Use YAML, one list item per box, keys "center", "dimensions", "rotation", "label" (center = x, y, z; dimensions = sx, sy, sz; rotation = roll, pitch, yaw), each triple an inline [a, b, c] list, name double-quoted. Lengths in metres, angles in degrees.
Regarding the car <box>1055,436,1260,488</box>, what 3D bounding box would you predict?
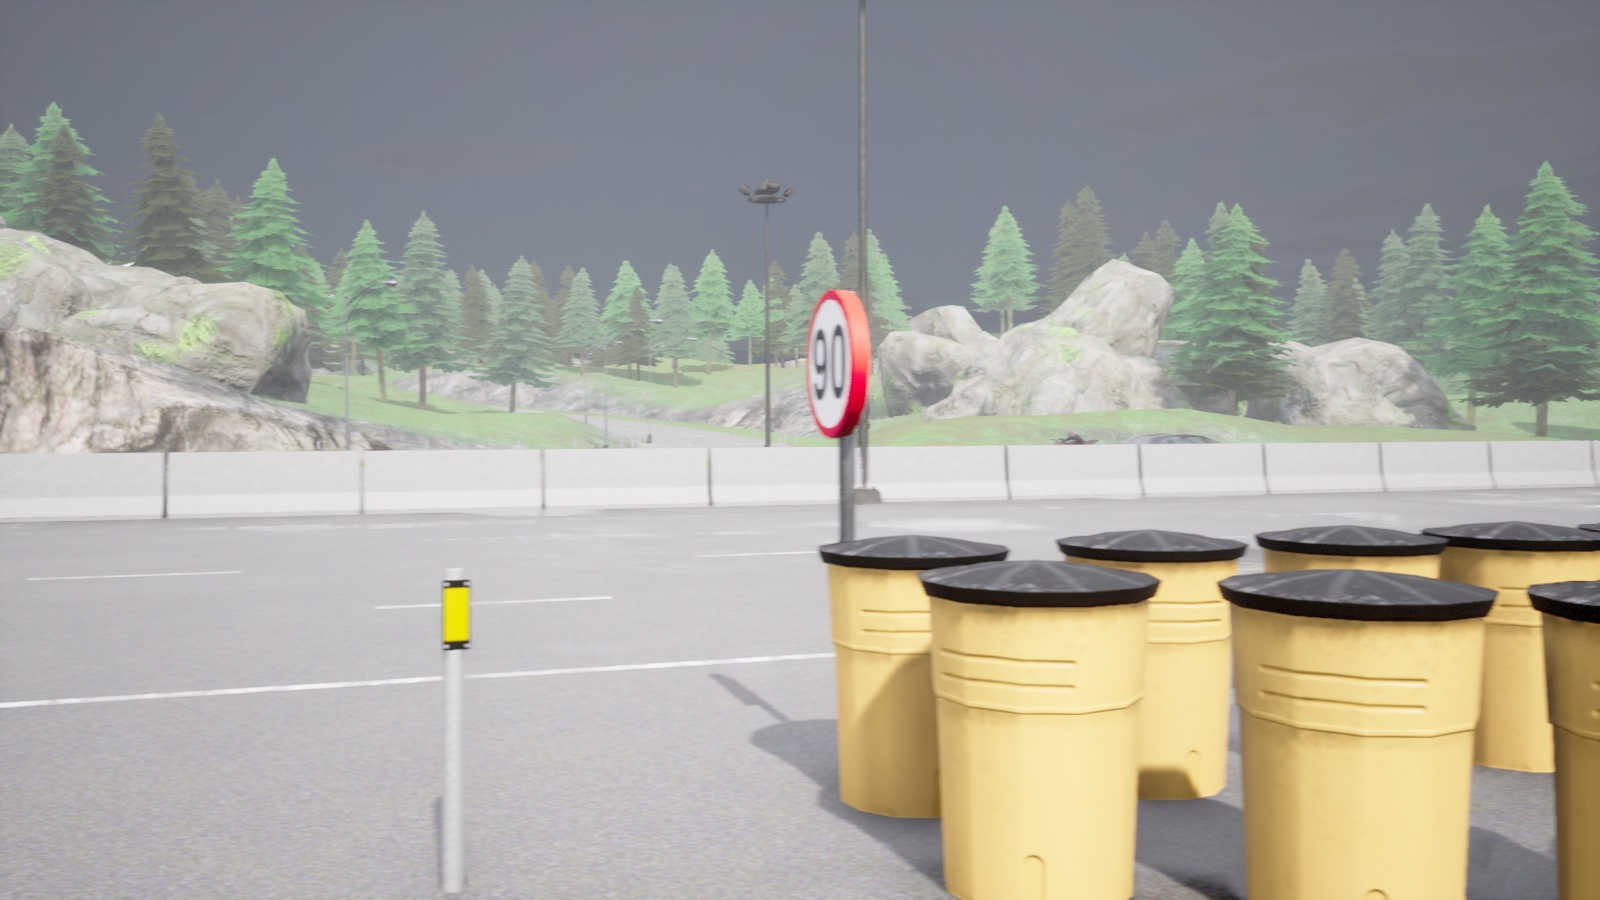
- center: [10.150, 0.310, 35.736]
  dimensions: [5.357, 1.411, 2.033]
  rotation: [0, 1, -17]
  label: "car"
